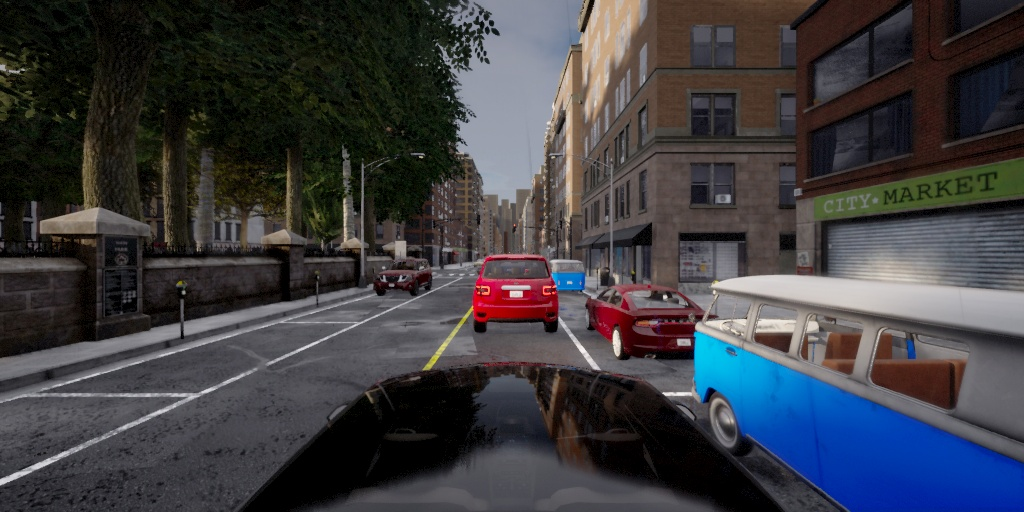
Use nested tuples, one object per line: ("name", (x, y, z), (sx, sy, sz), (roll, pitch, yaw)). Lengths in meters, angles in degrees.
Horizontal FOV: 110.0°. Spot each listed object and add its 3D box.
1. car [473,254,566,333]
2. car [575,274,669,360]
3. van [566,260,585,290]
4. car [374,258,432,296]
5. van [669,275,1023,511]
("car", (0.088, 0.970, 10.929), (2.150, 2.045, 5.566), (0, 0, 0))
("car", (2.850, 1.294, 8.173), (1.888, 1.381, 4.507), (0, 0, 0))
("van", (2.839, 1.085, 19.494), (1.690, 1.789, 3.998), (0, 0, 0))
("car", (-5.685, 1.059, 19.446), (2.192, 1.841, 5.009), (0, 0, 0))
("van", (2.856, 1.091, 2.512), (1.690, 1.789, 3.998), (0, 0, 0))
